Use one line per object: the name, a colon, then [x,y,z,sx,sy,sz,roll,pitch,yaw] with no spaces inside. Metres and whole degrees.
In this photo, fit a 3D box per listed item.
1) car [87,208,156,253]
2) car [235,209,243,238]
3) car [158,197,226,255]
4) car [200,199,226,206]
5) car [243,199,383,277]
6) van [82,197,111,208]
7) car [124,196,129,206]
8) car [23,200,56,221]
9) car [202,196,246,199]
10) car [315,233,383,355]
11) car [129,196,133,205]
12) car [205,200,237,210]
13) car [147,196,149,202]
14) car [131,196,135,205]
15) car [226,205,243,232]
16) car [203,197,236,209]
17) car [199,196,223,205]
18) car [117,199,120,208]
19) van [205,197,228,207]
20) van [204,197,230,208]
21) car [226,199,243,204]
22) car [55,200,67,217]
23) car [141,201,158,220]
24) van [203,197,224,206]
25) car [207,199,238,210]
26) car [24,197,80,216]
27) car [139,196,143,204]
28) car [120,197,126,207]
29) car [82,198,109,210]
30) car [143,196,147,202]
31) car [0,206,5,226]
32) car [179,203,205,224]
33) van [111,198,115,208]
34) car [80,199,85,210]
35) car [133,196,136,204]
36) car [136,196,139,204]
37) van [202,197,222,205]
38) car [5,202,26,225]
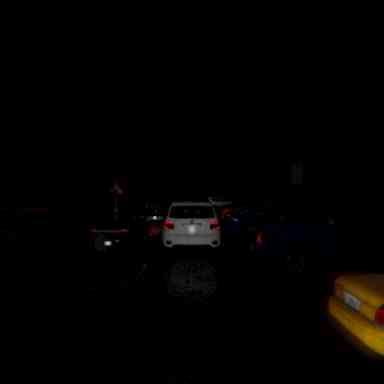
car: [-3.000,1.641,14.294,2.128,1.511,4.902,0,-1,0]
car: [4.639,1.684,15.737,4.674,1.452,2.002,0,-1,0]
car: [-0.003,1.361,14.029,2.150,2.045,5.566,0,-1,0]
car: [4.434,2.226,70.890,5.366,1.575,1.946,0,-1,0]
car: [4.609,1.331,10.227,5.566,2.045,2.435,0,-1,0]
van: [-15.721,1.802,52.786,4.442,1.987,1.878,0,-1,0]
car: [-15.628,2.036,66.680,4.553,1.767,2.185,0,-1,0]
car: [-15.619,1.799,30.548,5.008,1.535,2.097,0,-1,0]
car: [4.654,1.773,48.831,5.566,2.045,2.435,0,-1,0]
car: [4.825,1.522,4.712,5.366,1.575,1.946,0,-1,0]
car: [-15.591,2.189,69.461,5.008,1.535,2.097,0,-1,0]
car: [4.619,2.076,54.220,5.008,1.535,2.097,0,-1,0]
car: [-15.400,2.439,91.689,5.366,1.575,1.946,0,-1,0]
car: [-15.600,2.218,72.237,4.892,1.521,2.231,0,-1,0]
car: [4.630,1.677,18.495,5.008,1.535,2.097,0,-1,0]
car: [4.652,1.852,57.105,5.566,2.045,2.435,0,0,0]
car: [4.644,2.092,81.922,5.566,2.045,2.435,0,-1,0]
car: [-15.603,2.123,58.341,4.674,1.452,2.002,0,-1,0]
van: [4.738,1.951,65.378,4.442,1.987,1.878,0,-1,0]
van: [4.506,1.902,59.863,4.442,1.987,1.878,0,-1,0]
car: [4.601,1.653,26.769,4.553,1.767,2.185,0,-1,0]
car: [-15.607,1.830,33.327,4.892,1.521,2.231,0,-1,0]
car: [-3.005,1.838,29.301,1.837,1.490,4.892,0,0,0]
van: [4.735,2.030,73.651,4.442,1.987,1.878,0,-1,0]
car: [4.656,1.924,51.465,4.553,1.767,2.185,0,-1,0]
car: [-15.583,1.607,36.109,5.566,2.045,2.435,0,-1,0]
car: [-15.583,2.340,83.353,4.892,1.521,2.231,0,-1,0]
car: [-15.414,2.106,61.121,5.366,1.575,1.946,0,-1,0]
car: [-15.599,2.002,50.004,4.892,1.521,2.231,0,-1,0]
car: [-15.558,2.155,88.914,5.566,2.045,2.435,0,-1,0]
car: [-15.662,1.738,22.217,4.792,1.488,2.163,0,-1,0]
car: [-0.005,1.822,29.297,2.128,1.511,4.902,0,-1,0]
van: [-15.719,1.830,55.565,4.442,1.987,1.878,0,-1,0]
car: [-15.581,1.917,38.886,4.792,1.488,2.163,0,-1,0]
car: [-15.562,2.120,75.016,4.553,1.767,2.185,0,-1,0]
car: [-15.560,2.150,77.797,4.553,1.767,2.185,0,-1,0]
van: [4.733,2.088,79.163,4.442,1.987,1.878,0,-1,0]
car: [-15.629,1.737,24.873,5.008,1.535,2.097,0,-1,0]
